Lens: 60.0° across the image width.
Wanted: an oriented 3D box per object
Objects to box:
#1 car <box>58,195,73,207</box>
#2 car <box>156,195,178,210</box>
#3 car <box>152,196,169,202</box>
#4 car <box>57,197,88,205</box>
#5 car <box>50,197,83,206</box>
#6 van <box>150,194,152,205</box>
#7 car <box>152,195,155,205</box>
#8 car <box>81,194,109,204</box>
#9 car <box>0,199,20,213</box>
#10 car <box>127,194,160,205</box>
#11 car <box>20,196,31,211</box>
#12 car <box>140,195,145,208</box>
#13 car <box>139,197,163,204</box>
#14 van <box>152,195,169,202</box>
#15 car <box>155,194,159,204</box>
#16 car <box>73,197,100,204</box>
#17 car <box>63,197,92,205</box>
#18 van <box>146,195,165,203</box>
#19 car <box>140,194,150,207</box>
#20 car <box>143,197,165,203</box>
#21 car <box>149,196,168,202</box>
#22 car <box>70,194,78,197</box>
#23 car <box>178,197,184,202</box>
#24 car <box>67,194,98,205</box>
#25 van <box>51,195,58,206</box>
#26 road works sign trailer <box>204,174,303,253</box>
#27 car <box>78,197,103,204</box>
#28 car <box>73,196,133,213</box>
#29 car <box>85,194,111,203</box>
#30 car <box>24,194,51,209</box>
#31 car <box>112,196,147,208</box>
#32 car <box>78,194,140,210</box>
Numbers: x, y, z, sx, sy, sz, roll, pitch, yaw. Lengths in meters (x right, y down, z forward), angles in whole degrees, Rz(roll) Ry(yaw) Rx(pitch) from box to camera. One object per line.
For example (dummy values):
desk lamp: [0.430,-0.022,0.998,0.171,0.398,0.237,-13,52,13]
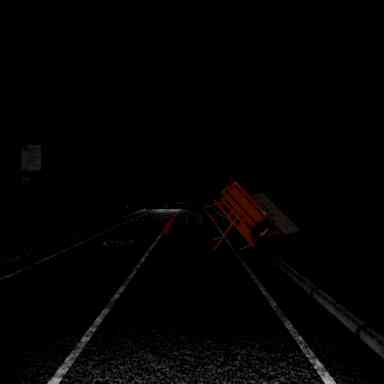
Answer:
car: [-21.926,1.621,52.772,4.674,1.452,2.002,0,-1,0]
car: [-3.249,1.545,44.303,1.837,1.490,4.892,0,-1,0]
car: [-8.935,1.917,94.915,4.553,1.767,2.185,0,-1,0]
car: [-21.909,1.686,61.128,4.792,1.488,2.163,0,-1,0]
car: [-21.929,1.632,58.343,5.008,1.535,2.097,0,-1,0]
van: [-8.730,1.330,50.068,4.442,1.987,1.878,0,-1,0]
car: [-8.843,1.583,52.870,4.892,1.521,2.231,0,-1,0]
car: [-21.928,1.549,75.053,5.566,2.045,2.435,0,-1,0]
car: [-21.930,1.457,36.065,5.008,1.535,2.097,0,0,0]
car: [-8.887,1.406,61.282,5.566,2.045,2.435,0,-1,0]
car: [-21.926,1.512,38.851,4.674,1.452,2.002,0,0,0]
car: [-8.850,1.488,41.656,4.892,1.521,2.231,0,0,0]
car: [-8.868,1.769,72.492,5.008,1.535,2.097,0,-1,0]
van: [-8.784,1.783,92.113,4.442,1.987,1.878,0,-1,0]
car: [-8.849,1.632,58.476,5.008,1.535,2.097,0,-1,0]
car: [-21.944,1.738,69.482,5.008,1.535,2.097,0,-1,0]
car: [-21.971,1.712,63.913,4.792,1.488,2.163,0,-1,0]
van: [-8.768,1.645,80.901,4.442,1.987,1.878,0,-1,0]
car: [-8.872,1.258,44.464,5.566,2.045,2.435,0,0,0]
car: [-8.910,1.867,78.095,4.792,1.488,2.163,0,-1,0]
car: [-8.891,1.974,89.307,5.008,1.535,2.097,0,-1,0]
car: [-21.745,1.603,55.557,5.366,1.575,1.946,0,-1,0]
car: [-3.247,2.050,88.080,1.994,1.385,4.181,0,-1,0]
car: [-21.917,1.458,66.698,5.566,2.045,2.435,0,-1,0]
van: [-22.040,1.305,47.202,4.442,1.987,1.878,0,0,0]
road works sign trailer: [2.367,1.055,12.647,3.560,2.880,2.380,-5,45,-44]
car: [-21.950,1.807,72.143,4.674,1.452,2.002,0,-1,0]
car: [-8.841,1.449,33.251,4.892,1.521,2.231,0,0,0]
car: [-21.932,1.582,77.715,5.566,2.045,2.435,0,-1,0]
car: [-21.892,1.383,44.421,4.553,1.767,2.185,0,0,0]
car: [-8.813,1.405,47.263,4.553,1.767,2.185,0,-1,0]
car: [-8.874,1.206,36.053,5.566,2.045,2.435,0,0,0]
